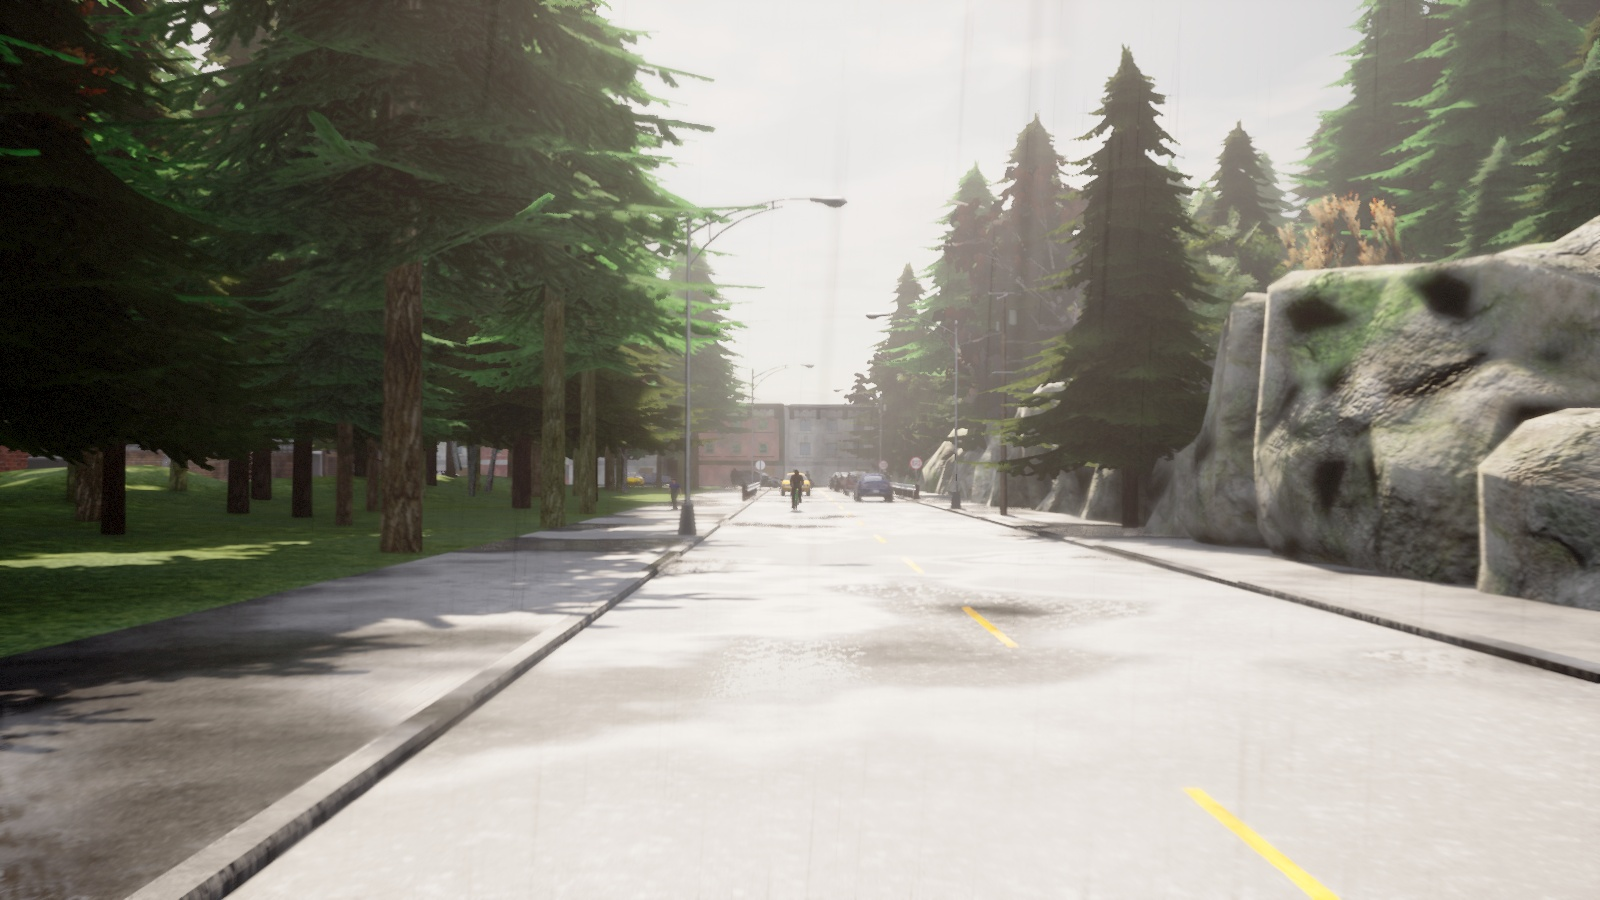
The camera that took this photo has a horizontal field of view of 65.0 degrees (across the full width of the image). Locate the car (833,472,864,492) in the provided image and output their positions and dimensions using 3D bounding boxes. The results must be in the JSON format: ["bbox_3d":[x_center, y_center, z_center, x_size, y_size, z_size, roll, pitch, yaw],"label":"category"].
[{"bbox_3d":[3.648,2.391,95.049,2.163,1.488,4.792,0,-1,0],"label":"car"}]

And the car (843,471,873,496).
[{"bbox_3d":[3.738,2.143,81.565,1.789,1.549,3.705,0,-1,0],"label":"car"}]

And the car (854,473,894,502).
[{"bbox_3d":[3.837,1.927,65.807,1.812,1.442,4.674,0,-1,0],"label":"car"}]

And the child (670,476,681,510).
[{"bbox_3d":[-4.618,1.602,46.548,0.270,1.263,0.437,-1,-1,17],"label":"child"}]

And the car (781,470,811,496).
[{"bbox_3d":[-0.244,2.074,78.727,1.801,1.575,5.366,0,-1,0],"label":"car"}]
